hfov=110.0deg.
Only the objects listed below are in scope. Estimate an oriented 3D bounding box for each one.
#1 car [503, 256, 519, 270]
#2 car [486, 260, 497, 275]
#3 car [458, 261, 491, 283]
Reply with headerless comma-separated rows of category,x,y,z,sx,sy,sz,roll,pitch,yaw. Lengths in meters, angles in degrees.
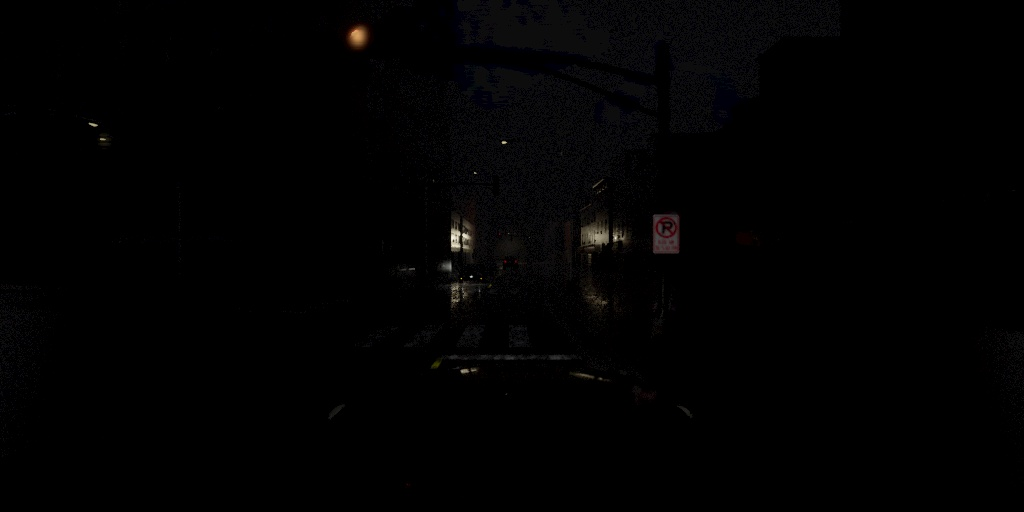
car,-0.193,0.979,52.561,2.150,2.045,5.566,0,0,0
car,-2.988,1.300,38.379,2.033,1.411,5.357,0,0,0
car,-2.949,1.314,27.888,1.994,1.385,4.181,0,0,0
